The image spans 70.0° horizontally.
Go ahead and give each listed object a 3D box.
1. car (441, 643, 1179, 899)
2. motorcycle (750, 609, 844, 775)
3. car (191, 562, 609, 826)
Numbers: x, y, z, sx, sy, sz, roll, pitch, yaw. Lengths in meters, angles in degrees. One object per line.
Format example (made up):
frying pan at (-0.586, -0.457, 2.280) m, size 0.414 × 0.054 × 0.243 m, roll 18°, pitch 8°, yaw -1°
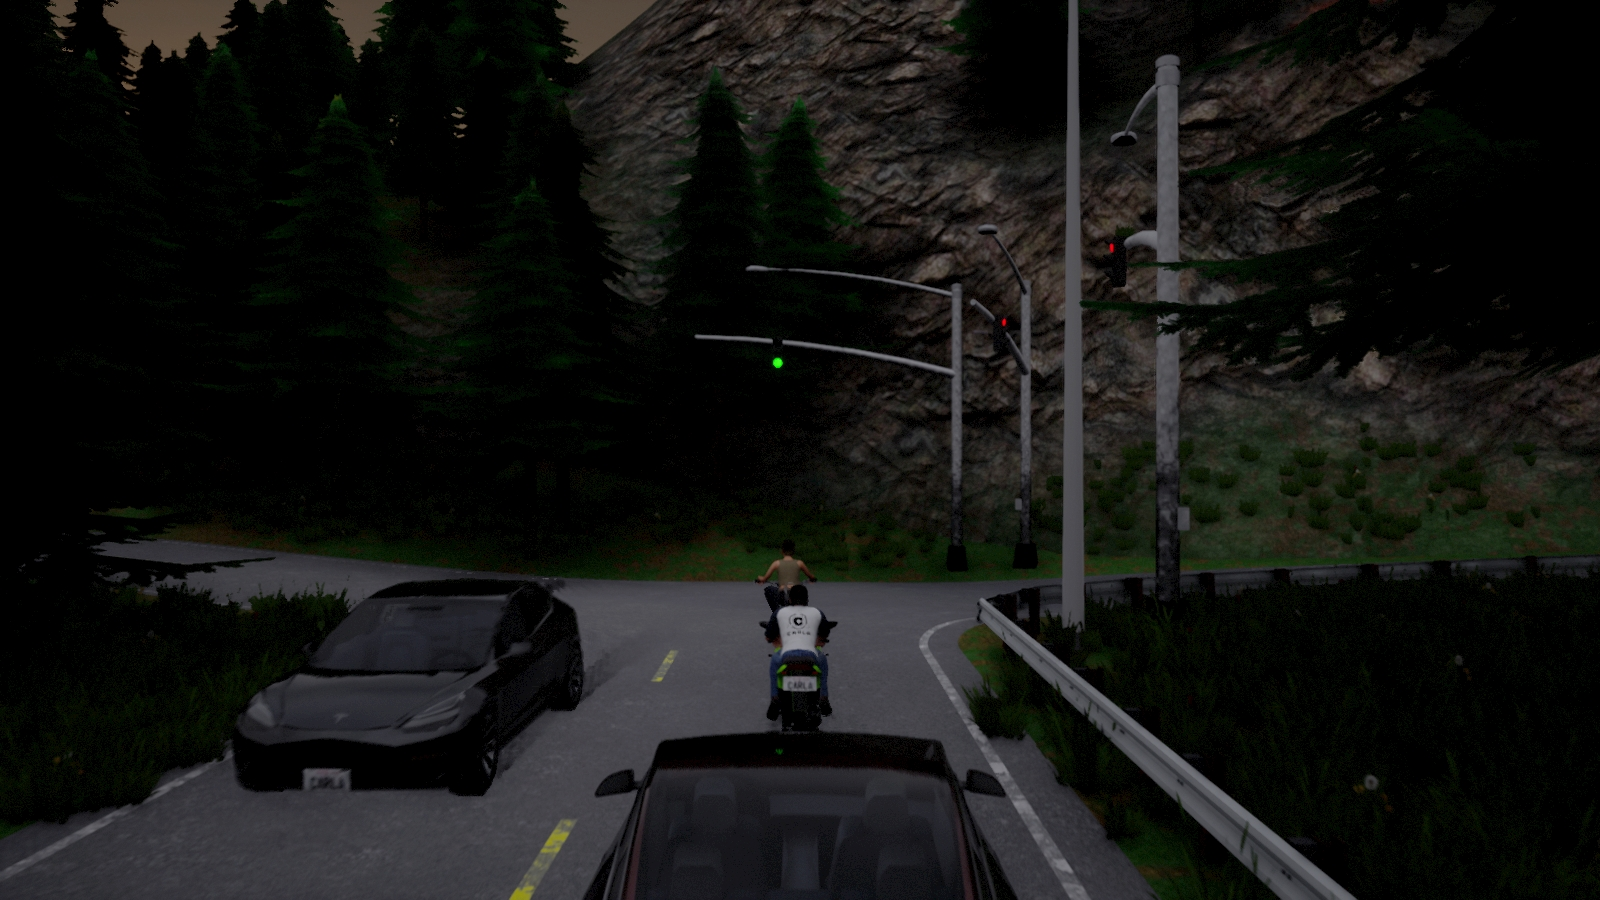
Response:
car at (0.030, 2.063, 5.425) m, size 2.163 × 1.488 × 4.792 m, roll 0°, pitch 0°, yaw 0°
motorcycle at (-0.033, 2.212, 10.776) m, size 0.803 × 1.145 × 2.033 m, roll 0°, pitch 0°, yaw 0°
car at (-3.408, 2.063, 10.968) m, size 2.163 × 1.488 × 4.792 m, roll 0°, pitch 0°, yaw 2°
